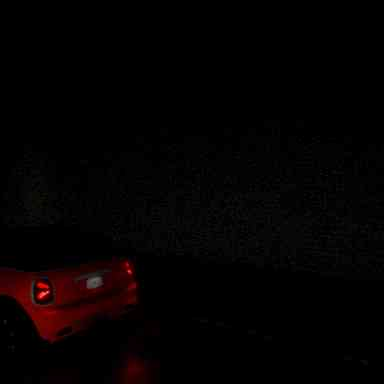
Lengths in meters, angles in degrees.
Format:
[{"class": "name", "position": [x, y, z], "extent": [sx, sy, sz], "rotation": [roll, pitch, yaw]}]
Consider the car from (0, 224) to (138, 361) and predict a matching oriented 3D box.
[{"class": "car", "position": [-3.211, 1.421, 6.288], "extent": [4.553, 1.767, 2.097], "rotation": [-1, 0, 36]}]
